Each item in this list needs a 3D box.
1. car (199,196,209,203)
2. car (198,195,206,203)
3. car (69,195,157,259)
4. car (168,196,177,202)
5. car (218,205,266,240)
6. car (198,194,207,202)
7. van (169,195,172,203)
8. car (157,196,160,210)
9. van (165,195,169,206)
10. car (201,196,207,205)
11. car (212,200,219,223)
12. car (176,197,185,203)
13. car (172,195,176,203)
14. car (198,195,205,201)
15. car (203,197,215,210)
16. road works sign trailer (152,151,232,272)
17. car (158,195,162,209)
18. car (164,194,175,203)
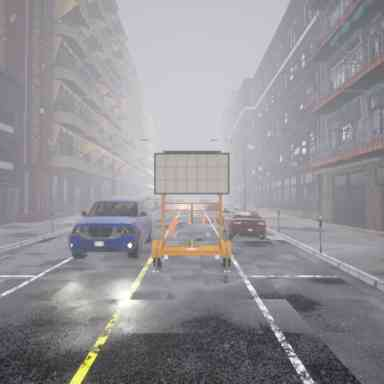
[{"bbox_3d":[2.652,1.621,72.377,1.967,1.590,4.097,1,0,0],"label":"car"},{"bbox_3d":[2.633,1.680,61.315,1.887,1.381,4.507,1,0,0],"label":"car"},{"bbox_3d":[-2.840,1.233,12.939,2.150,2.045,5.566,0,0,0],"label":"car"},{"bbox_3d":[-5.226,1.825,89.036,1.947,1.339,4.313,1,0,0],"label":"car"},{"bbox_3d":[2.597,1.563,17.069,1.887,1.381,4.507,1,0,0],"label":"car"},{"bbox_3d":[2.622,1.546,83.439,2.192,1.841,5.009,1,0,0],"label":"car"},{"bbox_3d":[-5.243,1.477,61.384,1.690,1.788,3.998,1,0,0],"label":"van"},{"bbox_3d":[-5.265,1.591,39.091,1.752,1.417,4.829,2,0,0],"label":"car"},{"bbox_3d":[-5.246,1.456,55.852,1.690,1.788,3.998,2,0,0],"label":"van"},{"bbox_3d":[2.619,1.632,44.723,2.008,1.369,4.403,1,0,0],"label":"car"},{"bbox_3d":[2.602,1.553,22.771,1.752,1.417,4.829,1,0,0],"label":"car"},{"bbox_3d":[-2.689,1.762,76.361,1.994,1.385,4.181,0,0,0],"label":"car"},{"bbox_3d":[-5.233,1.497,72.444,2.192,1.841,5.009,1,0,0],"label":"car"},{"bbox_3d":[2.627,1.729,94.502,1.967,1.590,4.097,1,0,0],"label":"car"},{"bbox_3d":[2.615,1.611,39.191,1.887,1.381,4.507,1,0,0],"label":"car"},{"bbox_3d":[-0.002,0.474,10.752,2.380,3.560,2.880,0,0,0],"label":"road works sign trailer"},{"bbox_3d":[-5.255,1.396,44.793,2.192,1.841,5.009,2,0,0],"label":"car"},{"bbox_3d":[-5.229,1.521,77.974,2.192,1.841,5.009,1,0,0],"label":"car"}]
